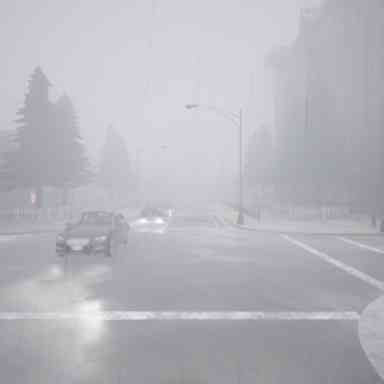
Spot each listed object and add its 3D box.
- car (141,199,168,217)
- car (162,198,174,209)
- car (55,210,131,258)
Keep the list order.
[{"bbox_3d":[-3.606,1.617,31.263,1.895,1.301,4.718,0,0,0],"label":"car"},{"bbox_3d":[-3.576,1.549,45.232,1.812,1.442,4.674,0,0,0],"label":"car"},{"bbox_3d":[-3.604,1.490,12.876,2.128,1.511,4.902,0,0,0],"label":"car"}]
